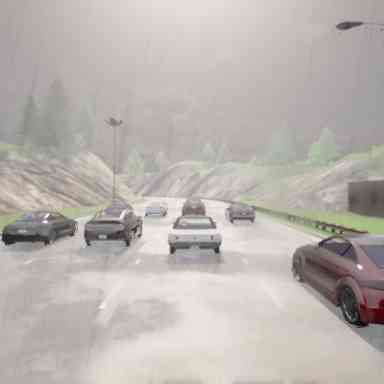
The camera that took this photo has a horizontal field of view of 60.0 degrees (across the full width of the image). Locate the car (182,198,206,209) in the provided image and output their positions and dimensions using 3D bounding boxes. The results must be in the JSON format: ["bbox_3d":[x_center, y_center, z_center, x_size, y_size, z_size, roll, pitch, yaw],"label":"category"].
[{"bbox_3d":[0.158,1.360,30.678,2.097,1.767,4.553,0,0,0],"label":"car"}]

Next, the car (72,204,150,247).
[{"bbox_3d":[-3.401,1.495,15.111,2.128,1.511,4.902,0,0,0],"label":"car"}]

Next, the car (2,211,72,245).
[{"bbox_3d":[-6.900,1.568,15.555,1.994,1.385,4.181,0,0,0],"label":"car"}]

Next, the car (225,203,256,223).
[{"bbox_3d":[3.640,1.554,25.635,2.033,1.411,5.357,0,0,0],"label":"car"}]

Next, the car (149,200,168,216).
[{"bbox_3d":[-3.353,1.534,31.985,1.812,1.442,4.674,0,0,0],"label":"car"}]

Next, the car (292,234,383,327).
[{"bbox_3d":[3.598,1.566,7.041,1.994,1.385,4.181,0,0,0],"label":"car"}]

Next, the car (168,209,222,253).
[{"bbox_3d":[0.099,1.604,13.649,1.895,1.301,4.718,0,0,0],"label":"car"}]

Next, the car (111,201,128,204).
[{"bbox_3d":[-6.840,1.572,31.590,1.994,1.385,4.181,0,0,0],"label":"car"}]
